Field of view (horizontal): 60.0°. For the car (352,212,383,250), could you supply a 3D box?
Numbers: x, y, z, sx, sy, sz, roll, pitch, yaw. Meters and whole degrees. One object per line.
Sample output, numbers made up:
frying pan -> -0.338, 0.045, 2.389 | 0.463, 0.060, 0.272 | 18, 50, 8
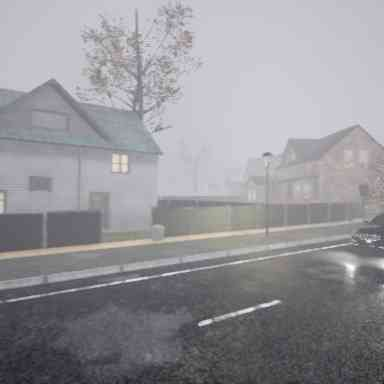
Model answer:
car -> 8.447, 1.562, 13.583 | 4.892, 1.490, 1.837 | 0, 0, -36
